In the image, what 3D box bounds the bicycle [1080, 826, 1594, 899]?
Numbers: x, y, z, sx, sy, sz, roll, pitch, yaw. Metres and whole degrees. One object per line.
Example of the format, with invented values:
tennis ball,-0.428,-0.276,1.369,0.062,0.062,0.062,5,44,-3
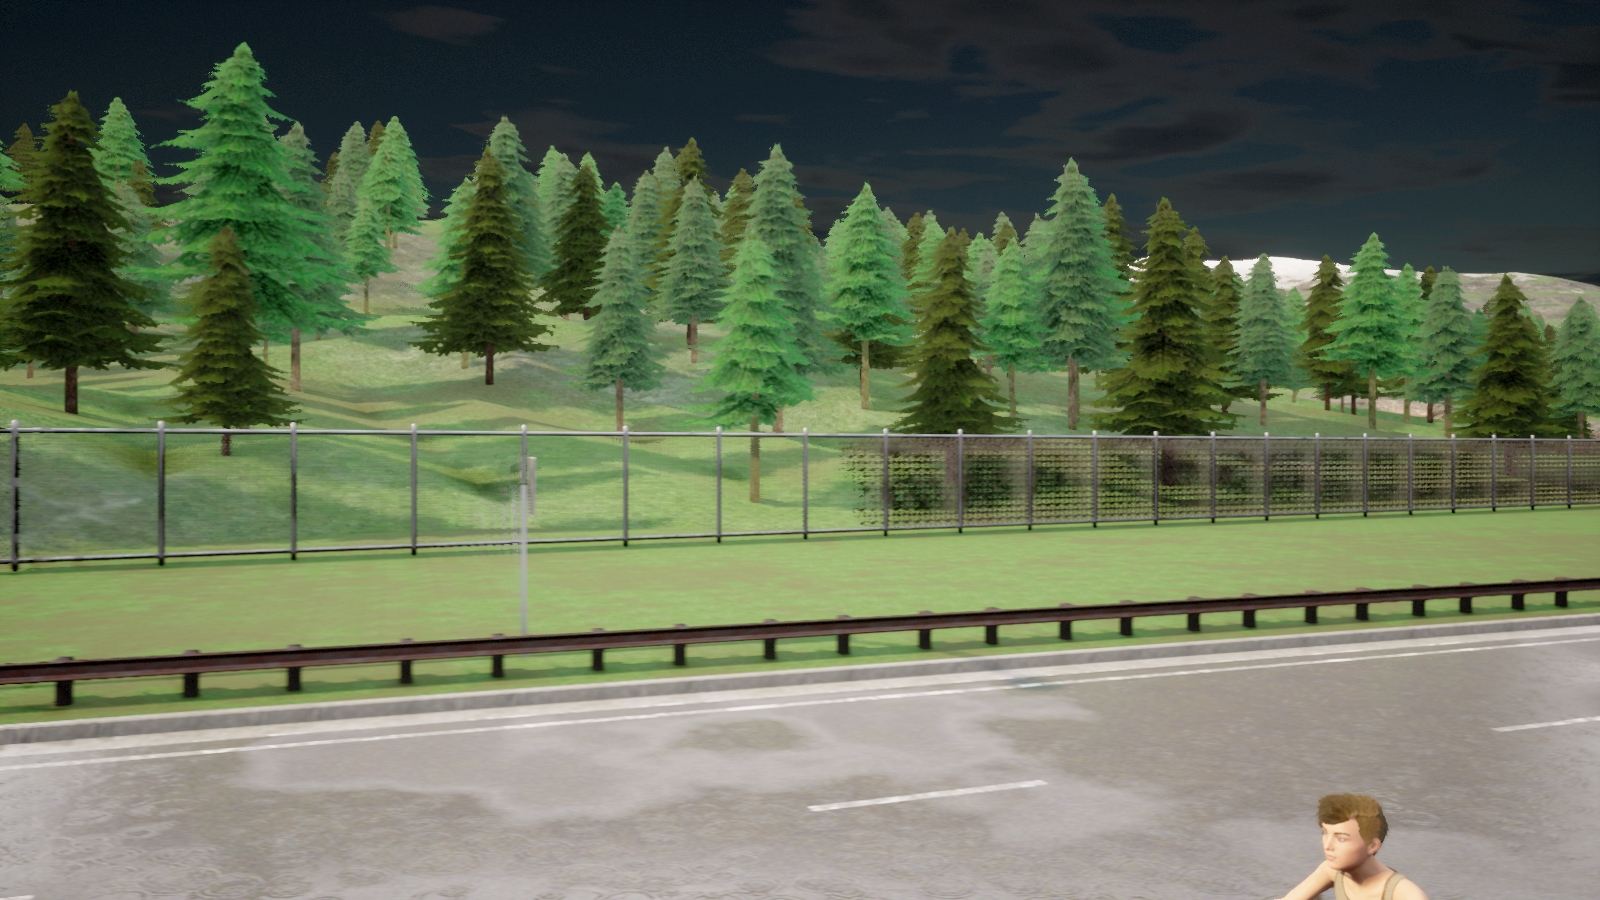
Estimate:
bicycle,1.854,2.157,3.958,1.487,1.277,0.859,0,0,-20
